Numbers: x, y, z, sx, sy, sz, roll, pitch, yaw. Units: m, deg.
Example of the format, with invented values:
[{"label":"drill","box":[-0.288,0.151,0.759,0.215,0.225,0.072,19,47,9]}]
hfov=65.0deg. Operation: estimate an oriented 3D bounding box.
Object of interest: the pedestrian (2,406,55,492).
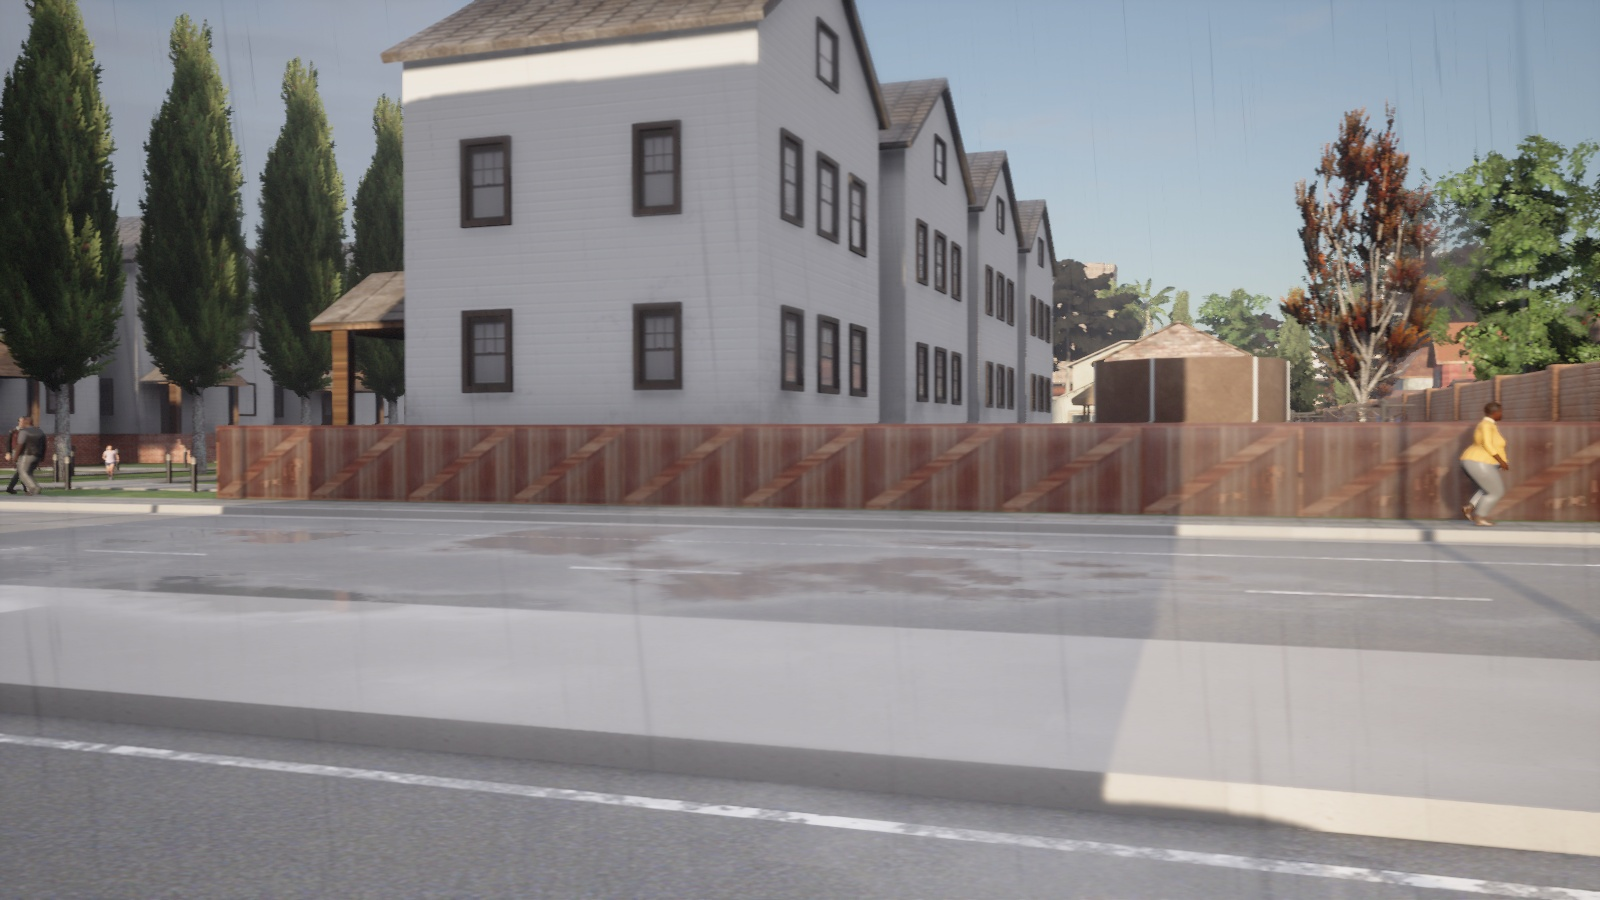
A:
[{"label":"pedestrian","box":[-16.982,-0.028,27.643,0.849,1.883,0.563,0,1,16]}]

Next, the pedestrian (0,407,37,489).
[{"label":"pedestrian","box":[-17.789,-0.045,28.578,0.720,1.854,0.376,1,1,23]}]

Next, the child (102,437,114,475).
[{"label":"child","box":[-20.409,0.169,37.038,0.255,1.110,0.394,0,1,-17]}]

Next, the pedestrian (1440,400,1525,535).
[{"label":"pedestrian","box":[9.678,0.232,17.844,0.900,1.855,0.874,1,1,18]}]
